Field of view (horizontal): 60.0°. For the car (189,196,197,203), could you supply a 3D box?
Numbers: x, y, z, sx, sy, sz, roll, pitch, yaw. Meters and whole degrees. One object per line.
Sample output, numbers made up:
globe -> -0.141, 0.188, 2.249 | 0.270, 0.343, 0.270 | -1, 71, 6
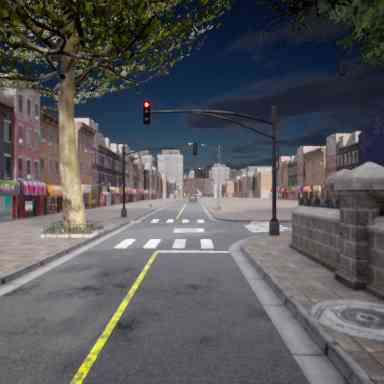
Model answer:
car -> 0.249, 1.638, 73.554 | 2.128, 1.511, 4.902 | 0, 0, 0
